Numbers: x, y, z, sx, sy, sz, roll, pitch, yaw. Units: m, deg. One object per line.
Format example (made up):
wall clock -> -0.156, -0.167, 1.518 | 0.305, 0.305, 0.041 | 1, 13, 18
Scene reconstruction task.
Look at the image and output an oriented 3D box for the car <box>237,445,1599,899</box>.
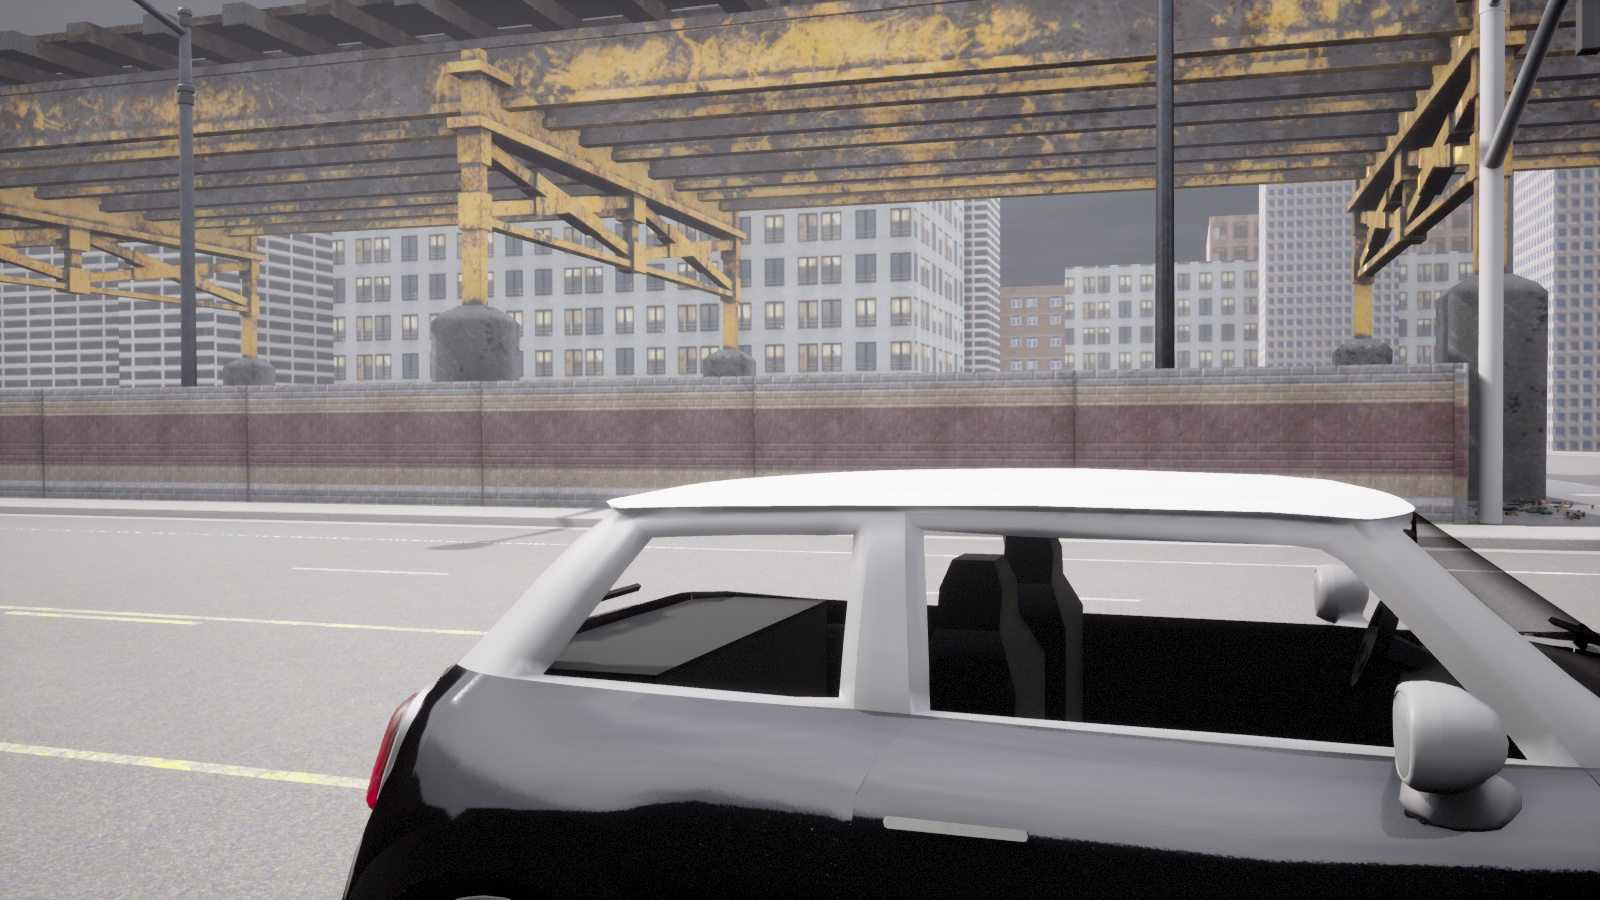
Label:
car -> 0.986, 0.750, 2.861 | 3.806, 1.475, 1.970 | 1, 1, 18
